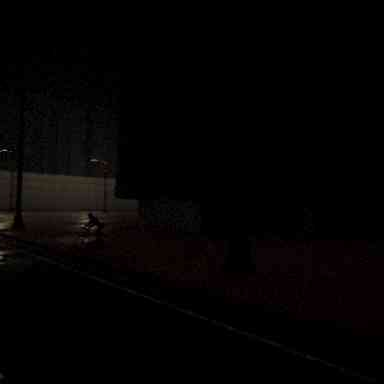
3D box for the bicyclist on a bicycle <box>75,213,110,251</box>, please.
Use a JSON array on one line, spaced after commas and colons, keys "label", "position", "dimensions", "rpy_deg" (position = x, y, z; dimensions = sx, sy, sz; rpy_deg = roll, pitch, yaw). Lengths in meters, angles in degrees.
[{"label": "bicyclist on a bicycle", "position": [-4.269, 1.716, 14.378], "dimensions": [1.656, 1.620, 0.582], "rpy_deg": [3, -3, -44]}]
